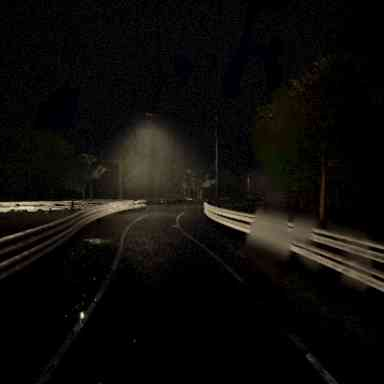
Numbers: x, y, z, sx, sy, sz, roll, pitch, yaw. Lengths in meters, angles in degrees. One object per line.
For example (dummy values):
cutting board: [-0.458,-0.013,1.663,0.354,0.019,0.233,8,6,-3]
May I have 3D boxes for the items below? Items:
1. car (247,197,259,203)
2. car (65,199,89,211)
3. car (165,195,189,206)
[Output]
car: [16.850,2.165,91.568,2.097,1.767,4.553,-1,-1,36]
car: [-15.494,1.771,46.546,1.812,1.442,4.674,-1,-1,36]
car: [-2.853,1.635,64.149,2.150,2.045,5.566,-1,-1,36]
